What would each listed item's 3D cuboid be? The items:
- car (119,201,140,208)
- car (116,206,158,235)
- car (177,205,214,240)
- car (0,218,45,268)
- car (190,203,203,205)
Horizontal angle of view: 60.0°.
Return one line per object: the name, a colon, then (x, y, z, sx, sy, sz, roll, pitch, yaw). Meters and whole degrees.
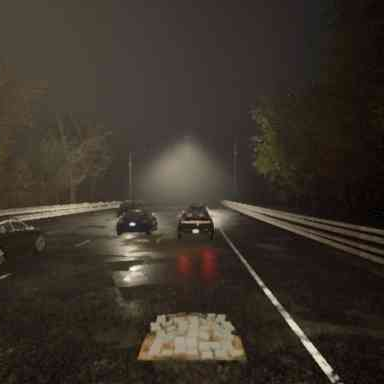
car: (-6.543, 1.700, 34.408, 1.812, 1.442, 4.674, -1, 8, 1)
car: (-3.273, 1.791, 20.404, 1.994, 1.385, 4.181, 0, -1, 1)
car: (0.202, 1.696, 18.384, 2.128, 1.511, 4.902, 0, -1, 1)
car: (-6.784, 1.632, 11.478, 2.128, 1.511, 4.902, 0, -1, -1)
car: (0.477, 1.880, 35.936, 2.128, 1.511, 4.902, 0, -1, 1)
